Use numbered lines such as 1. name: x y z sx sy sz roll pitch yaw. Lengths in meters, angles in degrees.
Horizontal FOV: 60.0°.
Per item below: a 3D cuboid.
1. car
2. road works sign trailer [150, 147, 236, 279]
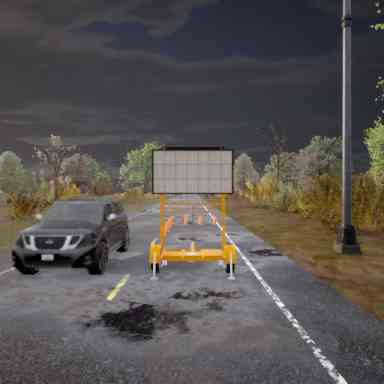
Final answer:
1. car: -3.474 1.221 10.778 2.150 2.045 5.566 0 0 0
2. road works sign trailer: 0.025 0.464 9.977 2.380 3.560 2.880 0 0 0
